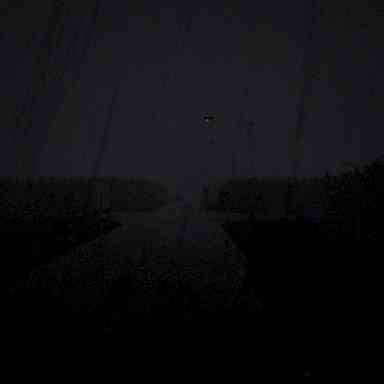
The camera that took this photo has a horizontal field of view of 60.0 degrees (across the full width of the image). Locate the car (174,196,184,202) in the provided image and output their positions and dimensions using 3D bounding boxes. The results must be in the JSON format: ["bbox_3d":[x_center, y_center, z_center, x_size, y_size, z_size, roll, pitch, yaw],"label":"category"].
[{"bbox_3d":[-2.757,1.437,70.641,1.994,1.385,4.181,0,0,0],"label":"car"}]
